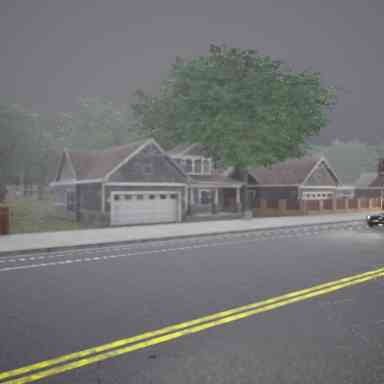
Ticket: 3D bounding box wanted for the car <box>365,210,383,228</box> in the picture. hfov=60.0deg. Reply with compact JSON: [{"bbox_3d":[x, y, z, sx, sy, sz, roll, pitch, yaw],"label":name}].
[{"bbox_3d":[12.911,1.618,20.886,4.718,1.301,1.895,0,0,-35],"label":"car"}]
